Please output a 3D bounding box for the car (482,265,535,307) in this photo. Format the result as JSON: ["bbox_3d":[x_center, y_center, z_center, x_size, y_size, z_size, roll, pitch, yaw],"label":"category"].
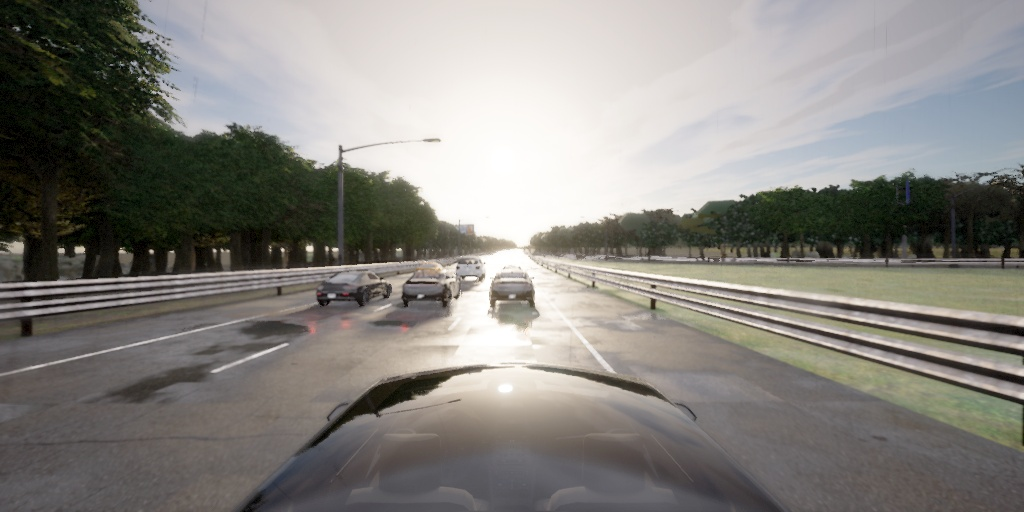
[{"bbox_3d":[0.009,1.351,16.133,2.128,1.511,4.902,0,0,0],"label":"car"}]

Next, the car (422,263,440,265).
[{"bbox_3d":[-6.985,1.338,31.304,1.882,1.535,5.008,0,0,0],"label":"car"}]

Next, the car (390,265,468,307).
[{"bbox_3d":[-3.491,1.351,16.140,2.128,1.511,4.902,0,0,0],"label":"car"}]

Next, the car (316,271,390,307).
[{"bbox_3d":[-6.990,1.384,16.213,1.812,1.442,4.674,0,0,0],"label":"car"}]

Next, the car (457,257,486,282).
[{"bbox_3d":[-3.492,1.078,30.838,2.150,2.045,5.566,0,0,0],"label":"car"}]
